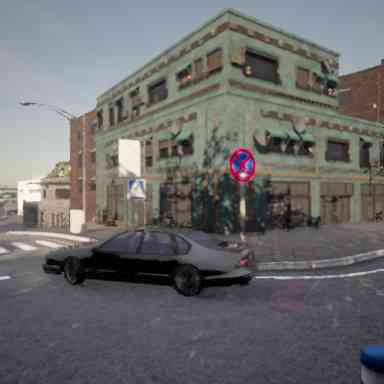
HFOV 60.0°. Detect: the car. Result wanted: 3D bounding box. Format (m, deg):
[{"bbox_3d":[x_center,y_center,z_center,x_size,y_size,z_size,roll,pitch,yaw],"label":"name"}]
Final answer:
[{"bbox_3d":[-1.047,1.554,8.332,5.357,1.411,2.033,-1,0,20],"label":"car"}]
